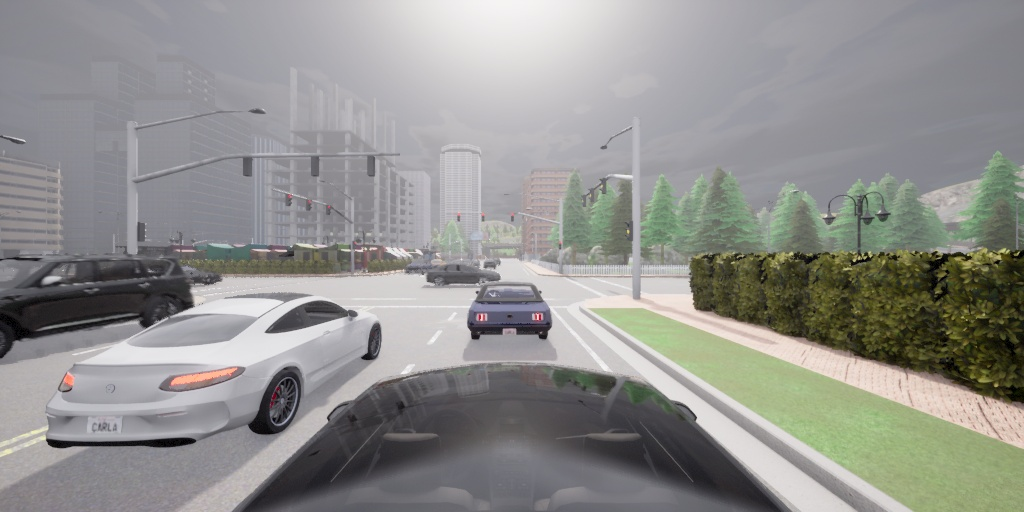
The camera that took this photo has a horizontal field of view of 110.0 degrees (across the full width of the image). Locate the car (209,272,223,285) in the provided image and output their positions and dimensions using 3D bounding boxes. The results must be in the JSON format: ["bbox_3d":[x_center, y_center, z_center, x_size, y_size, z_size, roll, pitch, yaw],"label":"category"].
[{"bbox_3d":[-22.806,1.297,24.264,5.357,1.411,2.033,0,0,2],"label":"car"}]

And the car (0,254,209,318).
[{"bbox_3d":[-10.415,0.971,8.126,2.150,2.045,5.566,0,0,2],"label":"car"}]

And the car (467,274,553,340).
[{"bbox_3d":[-0.089,1.351,9.969,1.895,1.301,4.718,0,0,-1],"label":"car"}]

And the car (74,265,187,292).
[{"bbox_3d":[-21.966,1.276,20.758,4.674,1.442,1.812,0,0,2],"label":"car"}]

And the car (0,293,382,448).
[{"bbox_3d":[-3.505,1.276,5.362,1.812,1.442,4.674,0,0,-1],"label":"car"}]

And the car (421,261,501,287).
[{"bbox_3d":[-3.200,1.255,23.736,4.892,1.490,1.837,0,0,2],"label":"car"}]

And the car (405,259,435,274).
[{"bbox_3d":[-10.713,1.102,41.561,2.097,1.767,4.553,0,0,3],"label":"car"}]

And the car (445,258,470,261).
[{"bbox_3d":[-7.075,1.255,46.901,1.837,1.490,4.892,0,0,0],"label":"car"}]

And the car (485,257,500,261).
[{"bbox_3d":[-3.360,1.255,55.962,1.837,1.490,4.892,0,0,0],"label":"car"}]

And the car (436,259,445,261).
[{"bbox_3d":[-10.566,1.228,50.524,1.882,1.535,5.008,0,0,0],"label":"car"}]

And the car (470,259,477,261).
[{"bbox_3d":[-7.052,1.255,56.011,1.837,1.490,4.892,0,0,0],"label":"car"}]
